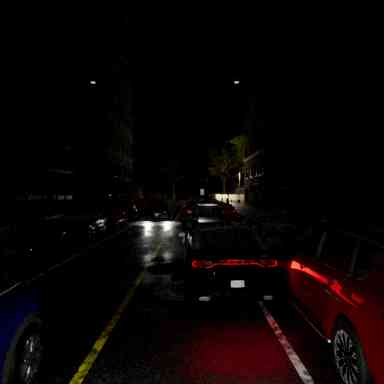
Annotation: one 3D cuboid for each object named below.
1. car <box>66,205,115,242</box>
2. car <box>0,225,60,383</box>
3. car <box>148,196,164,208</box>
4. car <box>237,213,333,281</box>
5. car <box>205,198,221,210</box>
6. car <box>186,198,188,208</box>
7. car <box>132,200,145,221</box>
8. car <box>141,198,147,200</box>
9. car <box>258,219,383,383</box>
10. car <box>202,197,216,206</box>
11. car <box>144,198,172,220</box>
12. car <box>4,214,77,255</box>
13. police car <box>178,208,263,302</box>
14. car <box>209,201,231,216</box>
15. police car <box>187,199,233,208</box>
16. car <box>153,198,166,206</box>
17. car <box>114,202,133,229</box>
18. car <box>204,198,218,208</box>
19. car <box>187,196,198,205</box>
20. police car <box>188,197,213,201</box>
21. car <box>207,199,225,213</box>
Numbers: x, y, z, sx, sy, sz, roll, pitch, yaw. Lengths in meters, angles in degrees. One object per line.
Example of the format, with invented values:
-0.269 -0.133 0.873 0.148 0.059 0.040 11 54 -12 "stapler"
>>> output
-5.354 1.551 16.086 2.008 1.369 4.403 0 0 0 "car"
-2.846 1.352 2.144 2.097 1.767 4.553 0 0 0 "car"
-5.279 1.454 49.198 1.967 1.590 4.097 0 0 0 "car"
2.655 1.525 10.723 1.752 1.417 4.829 0 0 0 "car"
2.734 1.554 43.664 1.887 1.381 4.507 0 0 0 "car"
0.105 1.612 45.620 1.895 1.301 4.718 0 0 0 "car"
-5.328 1.567 27.124 1.947 1.339 4.313 0 0 0 "car"
-5.316 1.553 32.642 2.008 1.369 4.403 0 0 0 "car"
2.646 1.315 5.036 2.192 1.841 5.009 0 0 0 "car"
2.759 1.584 54.700 1.947 1.339 4.313 0 0 0 "car"
-2.688 1.505 27.745 1.837 1.490 4.892 0 0 0 "car"
-5.366 1.582 10.567 1.802 1.307 4.206 0 0 0 "car"
0.693 1.425 8.482 1.930 1.638 5.238 0 0 -3 "police car"
2.709 1.584 32.627 1.802 1.307 4.206 0 0 0 "car"
0.864 1.425 18.518 1.930 1.638 5.238 0 0 0 "police car"
-5.266 1.600 54.717 1.802 1.307 4.206 0 0 0 "car"
-5.341 1.545 21.605 1.887 1.381 4.507 0 0 0 "car"
2.747 1.596 49.182 1.802 1.307 4.206 0 0 0 "car"
0.134 1.548 59.779 1.812 1.442 4.674 0 0 0 "car"
0.878 1.426 24.518 1.930 1.638 5.238 0 0 0 "police car"
2.722 1.531 38.316 1.752 1.417 4.829 0 0 0 "car"
